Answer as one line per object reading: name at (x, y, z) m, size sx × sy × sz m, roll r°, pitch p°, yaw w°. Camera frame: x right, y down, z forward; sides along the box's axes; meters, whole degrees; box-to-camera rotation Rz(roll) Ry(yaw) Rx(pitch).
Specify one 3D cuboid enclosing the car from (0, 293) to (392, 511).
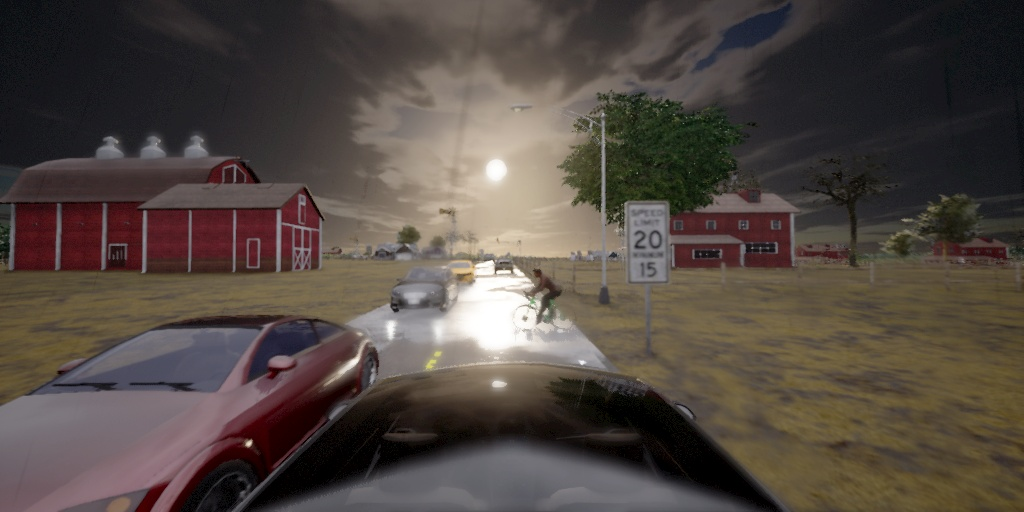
car at (-2.858, 1.317, 3.475) m, size 1.994 × 1.385 × 4.181 m, roll 0°, pitch 1°, yaw -1°

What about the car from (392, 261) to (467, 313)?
car at (-3.126, 1.137, 13.648) m, size 2.128 × 1.511 × 4.902 m, roll 0°, pitch 1°, yaw -2°

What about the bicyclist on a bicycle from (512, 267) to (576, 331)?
bicyclist on a bicycle at (0.817, 1.116, 9.144) m, size 1.656 × 1.620 × 0.582 m, roll -1°, pitch 0°, yaw -1°

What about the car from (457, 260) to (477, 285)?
car at (-3.371, 1.027, 23.723) m, size 1.882 × 1.535 × 5.008 m, roll 0°, pitch 1°, yaw -2°

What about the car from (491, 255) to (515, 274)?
car at (-0.789, 0.931, 35.263) m, size 1.837 × 1.490 × 4.892 m, roll 0°, pitch 1°, yaw -1°
